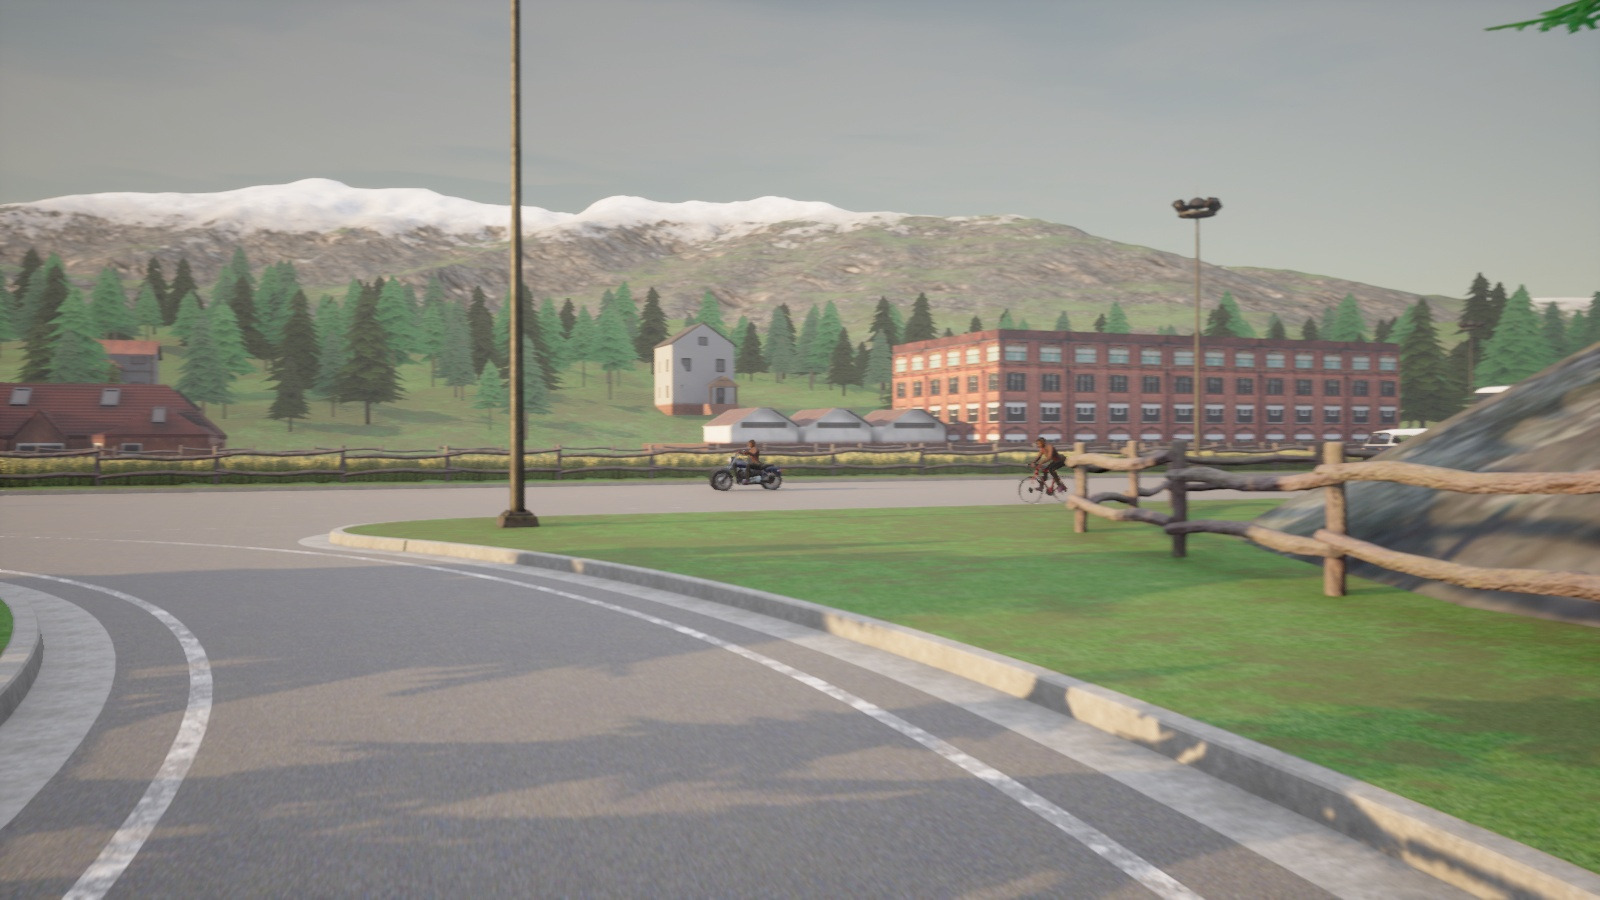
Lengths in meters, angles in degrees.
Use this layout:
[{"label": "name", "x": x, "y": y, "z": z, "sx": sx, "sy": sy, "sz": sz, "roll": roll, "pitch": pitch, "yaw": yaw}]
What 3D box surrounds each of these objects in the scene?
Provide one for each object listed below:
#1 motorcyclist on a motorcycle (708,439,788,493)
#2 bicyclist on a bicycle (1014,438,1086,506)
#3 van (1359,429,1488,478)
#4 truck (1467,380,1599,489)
[{"label": "motorcyclist on a motorcycle", "x": -1.611, "y": 0.479, "z": 38.815, "sx": 2.350, "sy": 1.649, "sz": 0.766, "roll": 0, "pitch": 0, "yaw": -22}, {"label": "bicyclist on a bicycle", "x": 6.086, "y": 0.520, "z": 30.575, "sx": 1.656, "sy": 1.620, "sz": 0.582, "roll": -1, "pitch": 0, "yaw": -22}, {"label": "van", "x": 26.279, "y": 0.142, "z": 52.988, "sx": 4.480, "sy": 2.038, "sz": 2.069, "roll": 0, "pitch": 0, "yaw": -8}, {"label": "truck", "x": 26.759, "y": -0.505, "z": 42.493, "sx": 7.936, "sy": 3.462, "sz": 2.891, "roll": 0, "pitch": 0, "yaw": -21}]
